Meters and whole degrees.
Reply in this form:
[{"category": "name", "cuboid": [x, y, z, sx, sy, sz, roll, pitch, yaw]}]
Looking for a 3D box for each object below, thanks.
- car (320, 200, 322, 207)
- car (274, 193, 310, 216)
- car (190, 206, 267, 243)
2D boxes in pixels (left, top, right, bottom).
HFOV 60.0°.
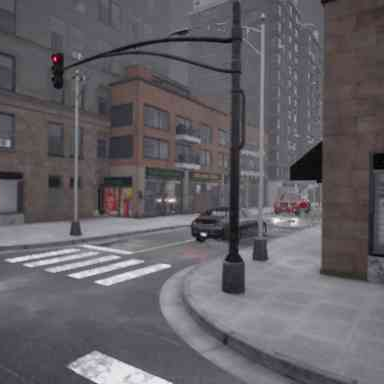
[{"category": "car", "cuboid": [19.152, 1.235, 45.813, 2.033, 1.411, 5.357, 1, 0, 34]}, {"category": "car", "cuboid": [9.694, 1.110, 31.903, 2.150, 2.045, 5.566, 1, 1, 34]}, {"category": "car", "cuboid": [1.806, 1.419, 15.060, 1.837, 1.490, 4.892, 1, 0, 34]}]
